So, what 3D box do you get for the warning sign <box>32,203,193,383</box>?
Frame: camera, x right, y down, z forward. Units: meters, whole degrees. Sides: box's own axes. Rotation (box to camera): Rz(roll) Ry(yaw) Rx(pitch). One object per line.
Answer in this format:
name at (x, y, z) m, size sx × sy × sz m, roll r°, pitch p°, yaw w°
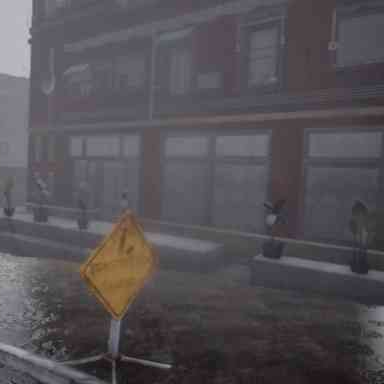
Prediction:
warning sign at (-0.858, 1.131, 3.906) m, size 1.060 × 1.860 × 1.300 m, roll 4°, pitch -2°, yaw 31°
